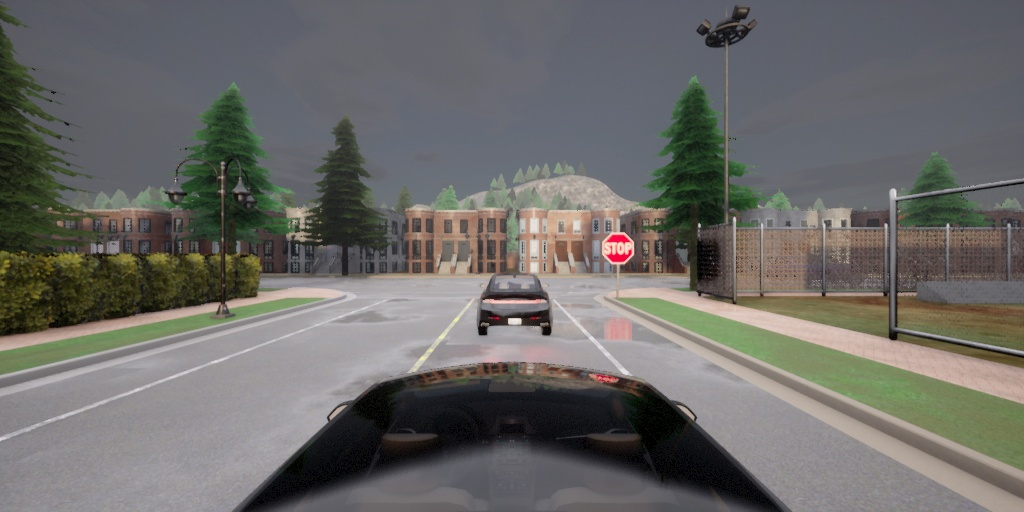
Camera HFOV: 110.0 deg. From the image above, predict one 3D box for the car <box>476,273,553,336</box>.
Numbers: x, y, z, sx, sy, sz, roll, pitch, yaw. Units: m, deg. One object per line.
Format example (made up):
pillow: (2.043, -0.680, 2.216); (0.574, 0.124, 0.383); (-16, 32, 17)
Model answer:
car: (0.076, 1.239, 10.369); (2.128, 1.511, 4.902); (0, 0, 0)

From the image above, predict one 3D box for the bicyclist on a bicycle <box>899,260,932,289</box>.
bicyclist on a bicycle: (21.730, 1.027, 19.322); (0.582, 1.620, 1.656); (0, 0, 0)

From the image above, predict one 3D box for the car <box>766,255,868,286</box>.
car: (20.939, 0.944, 24.650); (5.566, 2.045, 2.150); (0, 0, 0)
